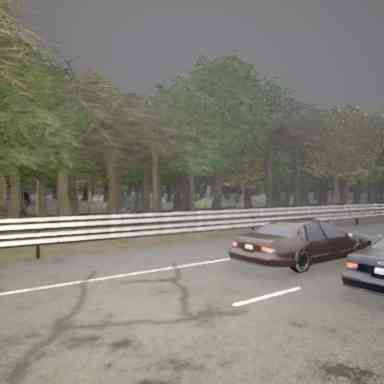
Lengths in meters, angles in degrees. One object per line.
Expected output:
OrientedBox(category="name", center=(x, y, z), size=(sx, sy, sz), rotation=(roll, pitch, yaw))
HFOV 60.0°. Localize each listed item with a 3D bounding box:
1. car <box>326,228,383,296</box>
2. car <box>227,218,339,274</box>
OrientedBox(category="car", center=(5.652, 1.562, 7.782), size=(5.357, 1.411, 2.033), rotation=(0, 0, -36))
OrientedBox(category="car", center=(3.614, 1.562, 10.628), size=(5.357, 1.411, 2.033), rotation=(0, 0, -35))
